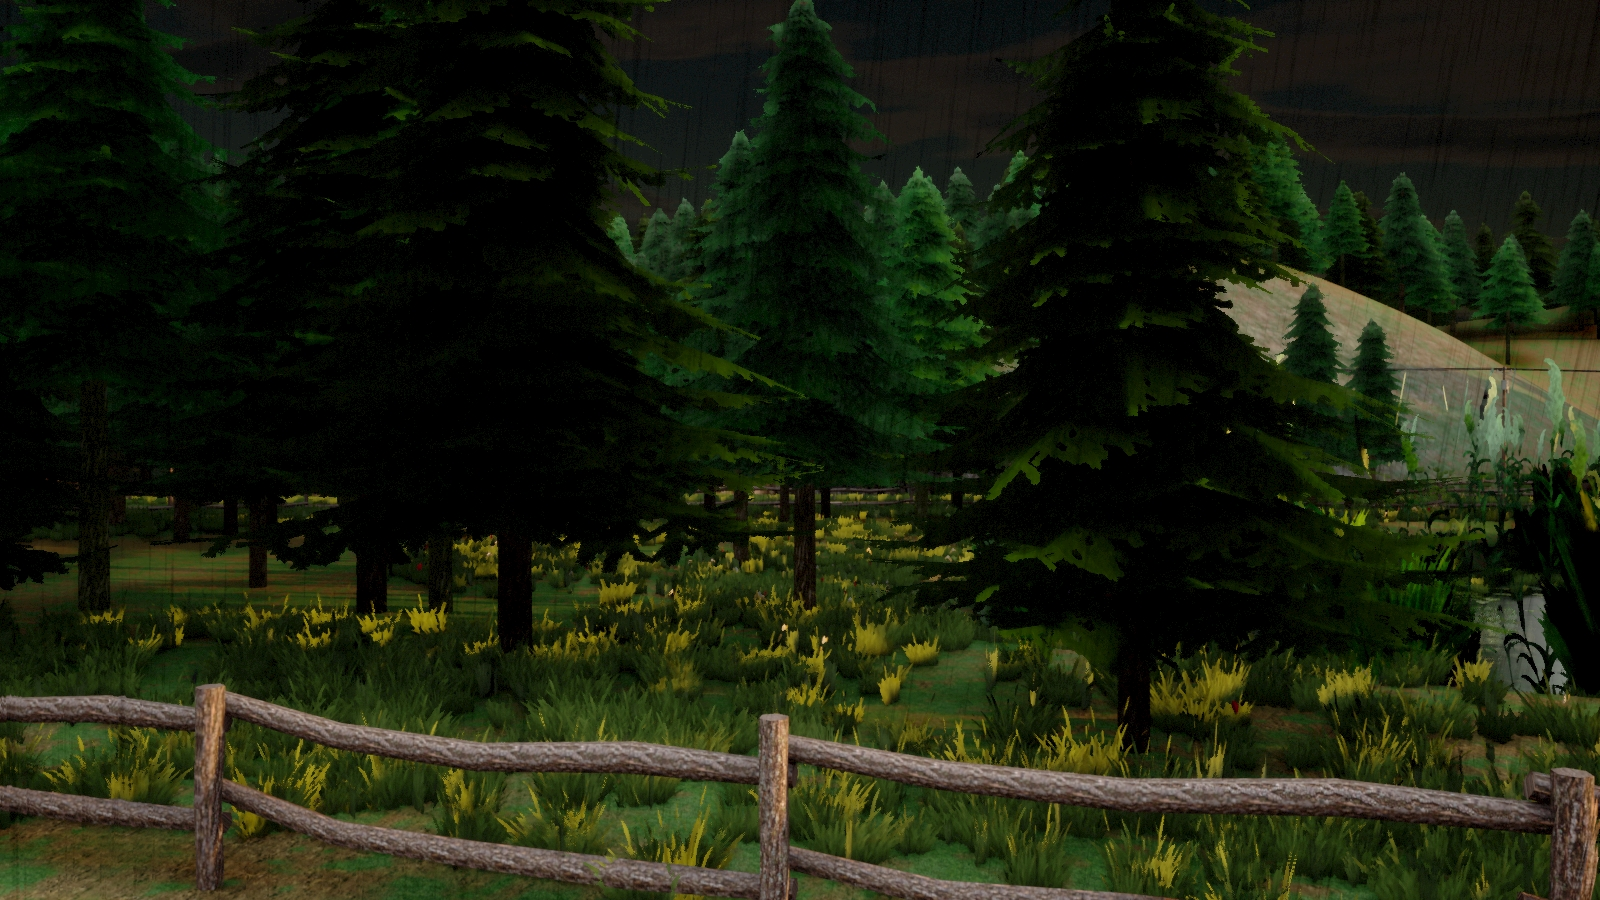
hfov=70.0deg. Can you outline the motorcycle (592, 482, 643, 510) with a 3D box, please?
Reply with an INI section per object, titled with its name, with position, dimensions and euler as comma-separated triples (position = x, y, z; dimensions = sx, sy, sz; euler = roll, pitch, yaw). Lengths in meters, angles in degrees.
[motorcycle]
position = -8.654, 2.178, 54.114
dimensions = 2.209, 1.251, 0.867
euler = 0, 0, 14
